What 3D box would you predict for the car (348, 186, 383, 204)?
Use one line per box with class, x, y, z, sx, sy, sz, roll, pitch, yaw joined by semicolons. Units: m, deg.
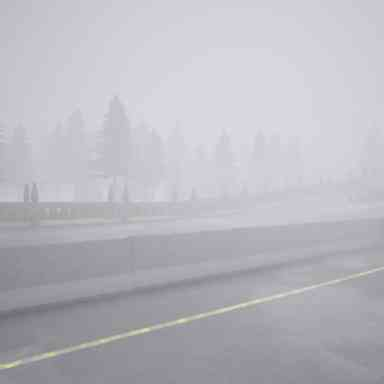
car;17.733;0.227;33.624;4.902;1.511;2.128;-7;4;-34
